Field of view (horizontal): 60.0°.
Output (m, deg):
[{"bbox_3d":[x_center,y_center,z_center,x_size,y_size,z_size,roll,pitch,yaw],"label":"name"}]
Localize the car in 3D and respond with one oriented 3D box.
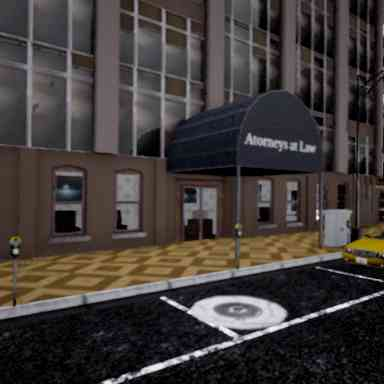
[{"bbox_3d":[6.775,1.648,10.786,4.829,1.417,1.752,1,0,-35],"label":"car"}]
